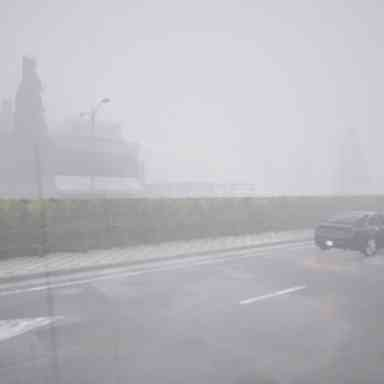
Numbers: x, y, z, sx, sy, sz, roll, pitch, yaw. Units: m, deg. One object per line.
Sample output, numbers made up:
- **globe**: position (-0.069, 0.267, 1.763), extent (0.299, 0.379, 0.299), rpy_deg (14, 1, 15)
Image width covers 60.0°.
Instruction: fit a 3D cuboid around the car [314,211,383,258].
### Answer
- **car**: position (6.766, 1.513, 12.944), extent (4.892, 1.490, 1.837), rpy_deg (0, 0, -35)
